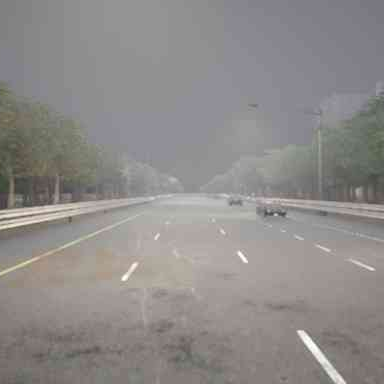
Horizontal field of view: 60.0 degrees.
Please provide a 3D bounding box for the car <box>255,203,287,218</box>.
[{"bbox_3d":[6.984,1.606,29.852,1.895,1.301,4.718,0,0,0],"label":"car"}]

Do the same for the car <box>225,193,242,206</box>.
[{"bbox_3d":[6.982,1.375,55.033,2.097,1.767,4.553,0,0,0],"label":"car"}]
